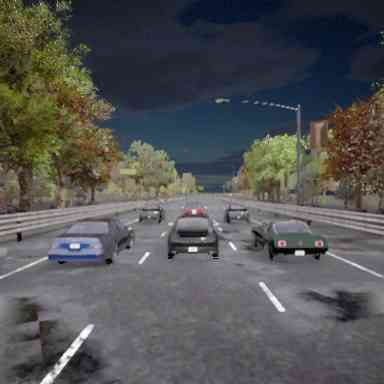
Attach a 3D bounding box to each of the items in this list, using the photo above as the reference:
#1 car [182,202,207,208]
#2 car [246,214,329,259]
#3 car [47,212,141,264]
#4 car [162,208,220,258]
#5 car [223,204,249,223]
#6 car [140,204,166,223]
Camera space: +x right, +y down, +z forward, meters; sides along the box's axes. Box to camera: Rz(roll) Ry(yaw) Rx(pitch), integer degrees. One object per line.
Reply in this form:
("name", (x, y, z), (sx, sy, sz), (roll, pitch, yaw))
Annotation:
("car", (0.213, 1.639, 28.245), (2.097, 1.767, 4.553), (0, -1, 1))
("car", (3.560, 1.737, 13.094), (1.895, 1.301, 4.718), (0, -1, 1))
("car", (-3.453, 1.677, 12.388), (2.033, 1.411, 5.357), (0, -1, 1))
("car", (0.065, 1.646, 13.362), (1.837, 1.490, 4.892), (0, 0, 1))
("car", (3.714, 1.781, 28.283), (2.128, 1.511, 4.902), (0, 0, 1))
("car", (-3.286, 1.782, 28.367), (2.128, 1.511, 4.902), (0, 0, 1))
